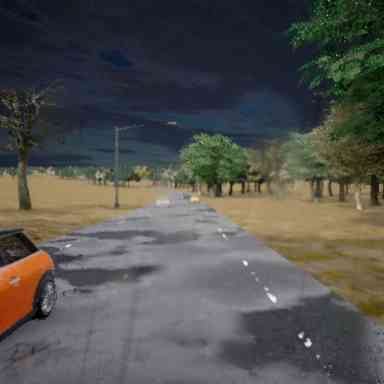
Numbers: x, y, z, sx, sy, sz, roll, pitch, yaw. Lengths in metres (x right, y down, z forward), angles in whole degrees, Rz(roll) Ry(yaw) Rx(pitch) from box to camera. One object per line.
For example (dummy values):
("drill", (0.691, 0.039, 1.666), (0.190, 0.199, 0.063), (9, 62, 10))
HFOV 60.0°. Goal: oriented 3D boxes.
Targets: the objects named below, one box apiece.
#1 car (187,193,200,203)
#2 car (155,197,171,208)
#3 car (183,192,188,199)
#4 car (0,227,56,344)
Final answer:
("car", (0.521, 1.257, 63.816), (1.801, 1.575, 5.366), (0, 1, -1))
("car", (-3.958, 1.474, 46.180), (1.812, 1.442, 4.674), (0, 0, -1))
("car", (-1.159, 1.045, 82.398), (2.033, 1.411, 5.357), (0, 1, -2))
("car", (-3.609, 1.373, 4.376), (2.097, 1.767, 4.553), (0, 0, 0))
